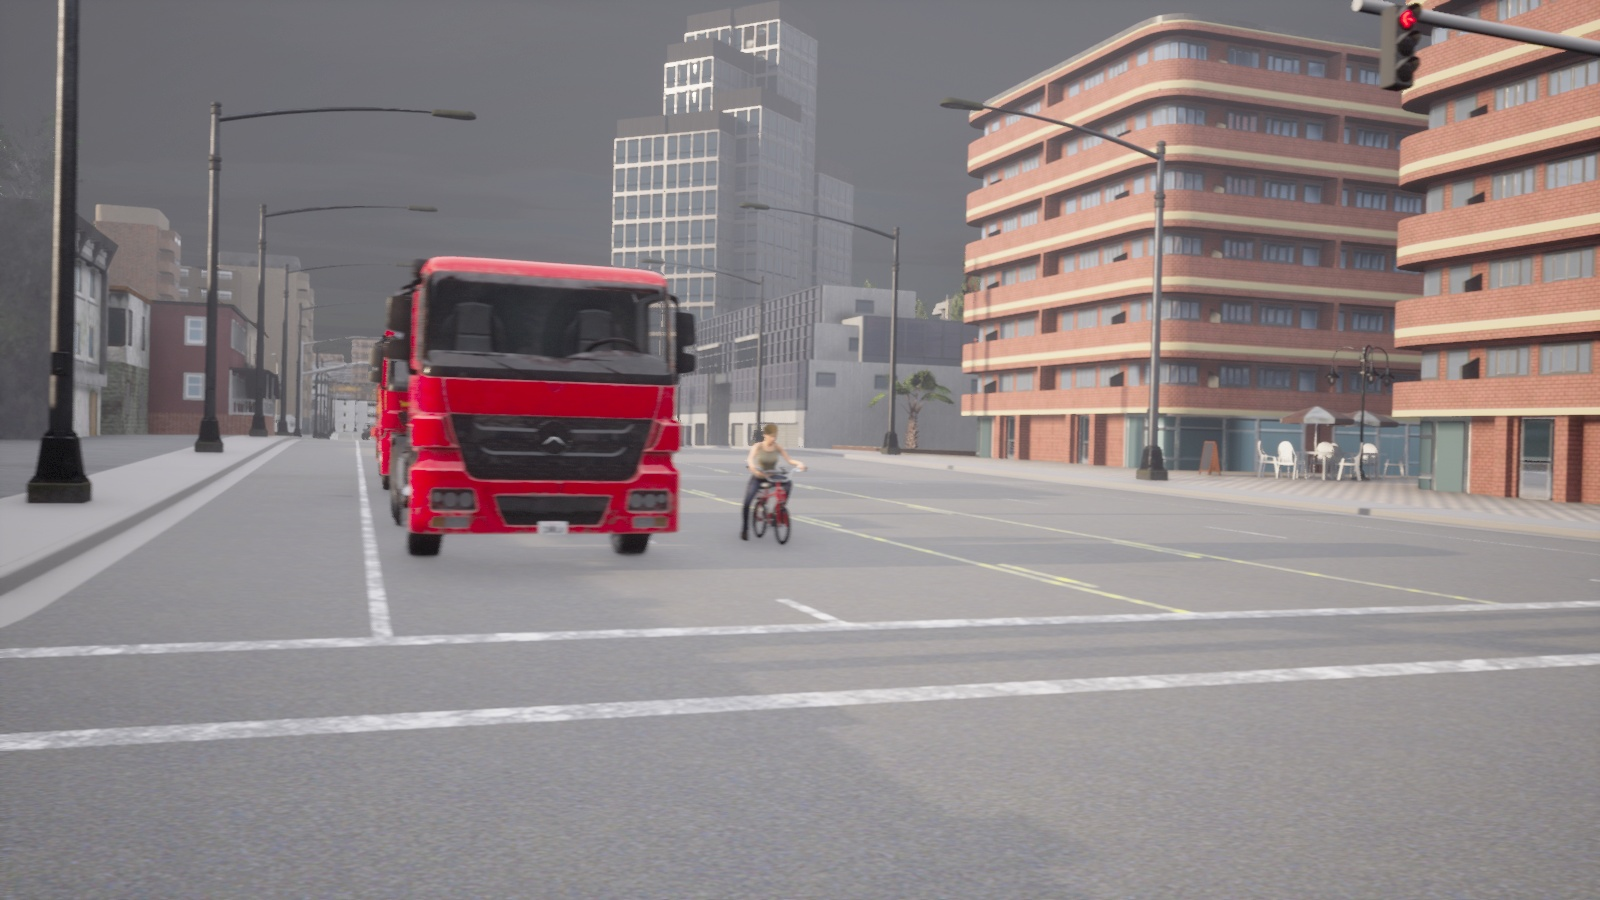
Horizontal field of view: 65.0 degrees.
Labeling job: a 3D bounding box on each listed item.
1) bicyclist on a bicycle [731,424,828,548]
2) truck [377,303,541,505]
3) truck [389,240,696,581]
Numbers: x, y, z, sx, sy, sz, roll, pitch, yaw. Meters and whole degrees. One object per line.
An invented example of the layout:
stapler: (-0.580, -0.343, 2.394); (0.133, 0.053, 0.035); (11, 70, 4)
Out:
bicyclist on a bicycle: (-0.307, 0.451, 17.192); (0.866, 1.612, 1.509); (0, 1, -20)
truck: (-7.897, -0.983, 28.229); (2.891, 3.827, 8.468); (0, 2, -20)
truck: (-3.880, -0.488, 16.970); (2.891, 3.462, 7.936); (0, 1, -20)
